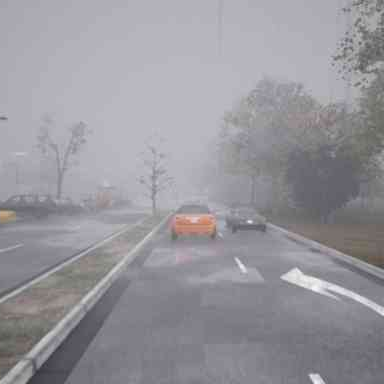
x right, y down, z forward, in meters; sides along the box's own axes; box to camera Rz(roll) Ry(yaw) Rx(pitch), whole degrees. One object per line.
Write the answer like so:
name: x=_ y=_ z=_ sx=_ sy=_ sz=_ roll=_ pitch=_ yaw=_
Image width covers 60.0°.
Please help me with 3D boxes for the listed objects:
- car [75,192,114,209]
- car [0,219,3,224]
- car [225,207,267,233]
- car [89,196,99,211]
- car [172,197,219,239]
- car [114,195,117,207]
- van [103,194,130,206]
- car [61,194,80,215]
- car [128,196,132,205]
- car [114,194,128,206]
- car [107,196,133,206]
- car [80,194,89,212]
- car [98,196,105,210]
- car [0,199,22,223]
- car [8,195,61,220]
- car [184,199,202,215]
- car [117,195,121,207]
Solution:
car: x=-13.845 y=1.349 z=44.937 sx=5.566 sy=2.045 sz=2.435 roll=-1 pitch=0 yaw=-20
car: x=-13.647 y=1.481 z=18.008 sx=5.366 sy=1.575 sz=1.946 roll=-1 pitch=0 yaw=-20
car: x=3.090 y=1.560 z=19.723 sx=1.994 sy=1.385 sz=4.181 roll=0 pitch=0 yaw=0
car: x=-13.826 y=1.562 z=38.947 sx=4.892 sy=1.521 sz=2.231 roll=-1 pitch=-1 yaw=-20
car: x=0.091 y=1.347 z=17.342 sx=2.097 sy=1.767 sz=4.553 roll=0 pitch=0 yaw=0
car: x=-13.987 y=1.620 z=47.885 sx=5.366 sy=1.575 sz=1.946 roll=-1 pitch=0 yaw=-20
van: x=-13.637 y=1.480 z=60.022 sx=4.442 sy=1.987 sz=1.878 roll=-1 pitch=-1 yaw=-19
car: x=-13.790 y=1.401 z=32.952 sx=4.553 sy=1.767 sz=2.185 roll=-1 pitch=0 yaw=-20
car: x=-13.750 y=1.434 z=56.986 sx=5.566 sy=2.045 sz=2.435 roll=-1 pitch=-1 yaw=-20
car: x=-13.821 y=1.413 z=53.950 sx=5.566 sy=2.045 sz=2.435 roll=-1 pitch=0 yaw=-20
car: x=-13.664 y=1.603 z=62.999 sx=4.553 sy=1.767 sz=2.185 roll=-1 pitch=0 yaw=-19
car: x=-13.852 y=1.417 z=35.938 sx=4.553 sy=1.767 sz=2.185 roll=-1 pitch=-1 yaw=-20
car: x=-13.843 y=1.609 z=41.931 sx=4.792 sy=1.488 sz=2.163 roll=-1 pitch=0 yaw=-20
car: x=-13.994 y=1.490 z=20.874 sx=5.366 sy=1.575 sz=1.946 roll=-1 pitch=0 yaw=-20
car: x=-13.847 y=1.252 z=26.926 sx=5.566 sy=2.045 sz=2.435 roll=-1 pitch=0 yaw=-20
car: x=0.083 y=1.554 z=35.674 sx=1.837 sy=1.490 sz=4.892 roll=0 pitch=0 yaw=0
car: x=-13.799 y=1.682 z=50.952 sx=4.674 sy=1.452 sz=2.002 roll=-1 pitch=0 yaw=-20
